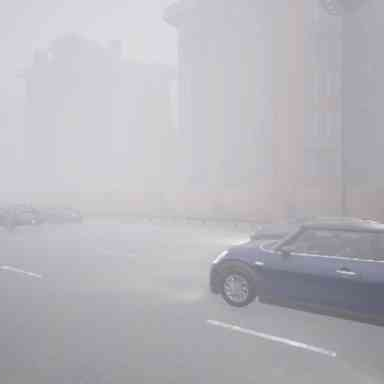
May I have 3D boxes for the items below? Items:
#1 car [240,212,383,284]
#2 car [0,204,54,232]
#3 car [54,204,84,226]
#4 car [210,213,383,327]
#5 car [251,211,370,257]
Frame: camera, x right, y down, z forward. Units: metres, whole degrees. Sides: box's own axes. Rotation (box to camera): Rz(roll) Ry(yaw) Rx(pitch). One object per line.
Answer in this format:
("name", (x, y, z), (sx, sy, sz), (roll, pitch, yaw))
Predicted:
("car", (4.090, 1.476, 9.660), (5.008, 1.535, 1.882), (0, 0, 35))
("car", (-10.994, 1.480, 20.311), (4.902, 1.511, 2.128), (0, 0, 35))
("car", (-9.624, 1.552, 23.628), (4.181, 1.385, 1.994), (0, 0, 35))
("car", (2.589, 1.352, 6.436), (4.553, 1.767, 2.097), (0, 0, 35))
("car", (4.743, 1.562, 13.484), (4.181, 1.385, 1.994), (0, 0, 35))
